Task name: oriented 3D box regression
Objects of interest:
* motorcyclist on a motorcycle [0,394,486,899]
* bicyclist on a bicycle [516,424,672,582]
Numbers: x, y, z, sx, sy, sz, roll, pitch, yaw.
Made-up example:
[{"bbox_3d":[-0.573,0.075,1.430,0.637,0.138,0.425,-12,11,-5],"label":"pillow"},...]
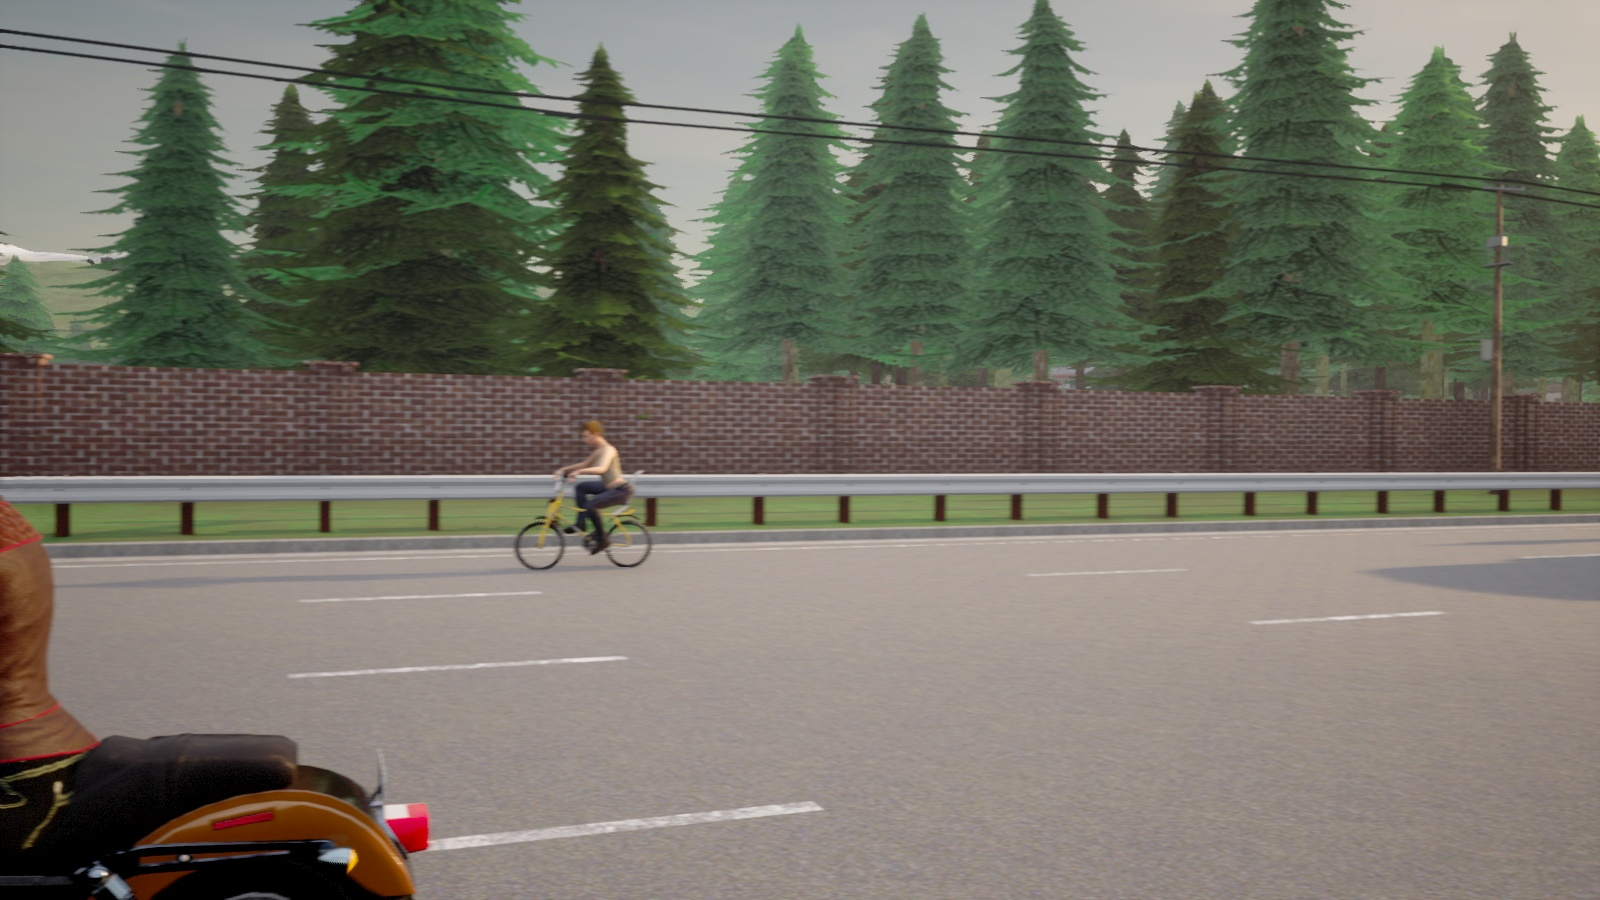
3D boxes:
[{"bbox_3d":[-1.885,0.728,2.523,2.350,1.649,0.766,-1,1,-21],"label":"motorcyclist on a motorcycle"},{"bbox_3d":[-2.238,0.537,13.614,1.509,1.612,0.866,-1,1,-21],"label":"bicyclist on a bicycle"}]
